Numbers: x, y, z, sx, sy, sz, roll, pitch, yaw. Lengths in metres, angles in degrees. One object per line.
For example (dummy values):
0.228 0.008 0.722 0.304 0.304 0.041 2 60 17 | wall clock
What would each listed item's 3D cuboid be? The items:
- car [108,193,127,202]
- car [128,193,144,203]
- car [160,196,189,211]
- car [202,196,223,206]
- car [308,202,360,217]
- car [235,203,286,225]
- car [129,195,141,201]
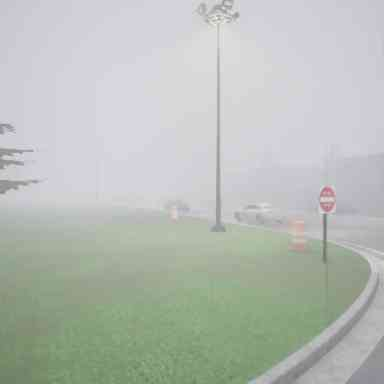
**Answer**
-16.349 1.523 73.003 2.128 1.511 4.902 0 0 -23 | car
-11.685 1.478 71.039 1.882 1.535 5.008 0 0 -23 | car
-1.920 1.564 40.046 1.994 1.385 4.181 0 0 -24 | car
3.310 1.477 54.353 1.882 1.535 5.008 0 0 -23 | car
13.235 1.601 31.521 1.895 1.301 4.718 0 0 -23 | car
4.915 1.525 24.328 1.812 1.442 4.674 0 0 -23 | car
-15.072 1.595 87.609 1.895 1.301 4.718 0 0 -23 | car
